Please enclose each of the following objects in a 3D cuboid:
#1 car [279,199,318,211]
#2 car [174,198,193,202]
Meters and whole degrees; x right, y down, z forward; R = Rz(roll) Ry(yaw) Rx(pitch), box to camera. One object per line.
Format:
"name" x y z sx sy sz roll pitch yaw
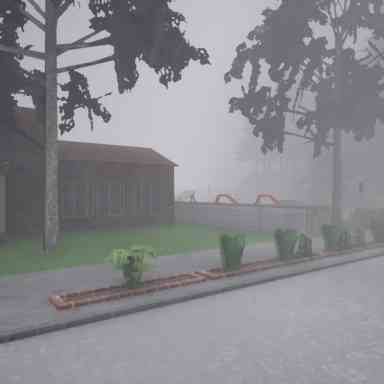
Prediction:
"car" 11.342 1.504 36.278 1.837 1.490 4.892 0 0 -35
"car" -1.368 1.525 54.272 1.812 1.442 4.674 0 0 -35
